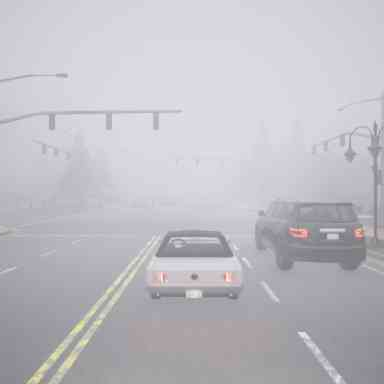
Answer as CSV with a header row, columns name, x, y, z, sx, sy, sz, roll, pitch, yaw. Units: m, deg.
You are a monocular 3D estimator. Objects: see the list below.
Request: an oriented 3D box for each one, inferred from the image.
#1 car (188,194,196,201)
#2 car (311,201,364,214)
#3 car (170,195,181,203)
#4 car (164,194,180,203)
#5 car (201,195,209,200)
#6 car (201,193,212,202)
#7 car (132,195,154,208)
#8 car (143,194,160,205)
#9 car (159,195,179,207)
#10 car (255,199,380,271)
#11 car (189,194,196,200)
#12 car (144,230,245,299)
name,x,y,z,sx,sy,sz,roll,pitch,yaw
car,0.014,1.514,79.543,1.812,1.442,4.674,0,0,0
car,14.939,1.601,34.318,4.718,1.301,1.895,0,0,0
car,-3.487,1.525,70.774,2.128,1.511,4.902,0,0,0
car,-3.570,1.505,60.576,1.837,1.490,4.892,0,0,-1
car,3.516,1.407,89.851,1.994,1.385,4.181,0,0,0
car,3.514,1.215,79.199,2.150,2.045,5.566,0,0,0
car,-7.130,1.547,47.176,2.033,1.411,5.357,0,0,2
car,-7.073,1.547,57.247,2.033,1.411,5.357,0,0,0
car,-3.577,1.564,51.859,1.994,1.385,4.181,0,0,0
car,3.581,1.221,11.103,2.150,2.045,5.566,0,0,0
car,0.016,1.379,89.851,1.812,1.442,4.674,0,0,0
car,0.064,1.601,8.379,1.895,1.301,4.718,0,0,0
